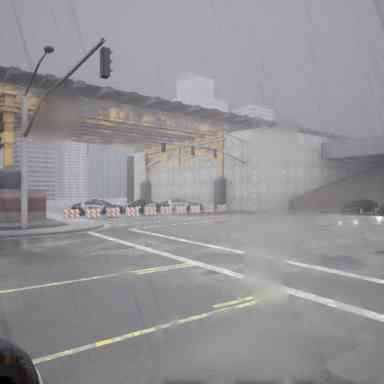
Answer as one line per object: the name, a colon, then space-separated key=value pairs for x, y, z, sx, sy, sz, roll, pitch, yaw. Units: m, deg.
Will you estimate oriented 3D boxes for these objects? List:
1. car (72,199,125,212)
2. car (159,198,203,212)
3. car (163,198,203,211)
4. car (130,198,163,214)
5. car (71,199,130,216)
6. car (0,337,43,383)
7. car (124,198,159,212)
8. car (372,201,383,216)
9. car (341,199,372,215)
car: x=-9.001 y=1.295 z=32.123 sx=4.536 sy=1.218 sz=1.853 roll=0 pitch=0 yaw=8
car: x=-1.308 y=1.453 z=38.578 sx=4.974 sy=1.542 sz=2.038 roll=0 pitch=0 yaw=-7
car: x=-1.360 y=1.295 z=38.571 sx=4.536 sy=1.218 sz=1.853 roll=0 pitch=0 yaw=-7
car: x=-5.210 y=1.453 z=34.810 sx=2.038 sy=1.542 sz=4.974 roll=0 pitch=0 yaw=18
car: x=-8.949 y=1.453 z=32.116 sx=4.974 sy=1.542 sz=2.038 roll=0 pitch=0 yaw=8
car: x=-3.274 y=1.492 z=1.436 sx=4.902 sy=1.511 sz=2.128 roll=0 pitch=0 yaw=-35
car: x=-5.195 y=1.295 z=34.859 sx=1.853 sy=1.218 sz=4.536 roll=0 pitch=0 yaw=18
car: x=19.839 y=1.547 z=32.000 sx=5.357 sy=1.411 sz=2.033 roll=0 pitch=0 yaw=-37
car: x=17.480 y=1.478 z=34.601 sx=5.008 sy=1.535 sz=1.882 roll=0 pitch=0 yaw=-37
